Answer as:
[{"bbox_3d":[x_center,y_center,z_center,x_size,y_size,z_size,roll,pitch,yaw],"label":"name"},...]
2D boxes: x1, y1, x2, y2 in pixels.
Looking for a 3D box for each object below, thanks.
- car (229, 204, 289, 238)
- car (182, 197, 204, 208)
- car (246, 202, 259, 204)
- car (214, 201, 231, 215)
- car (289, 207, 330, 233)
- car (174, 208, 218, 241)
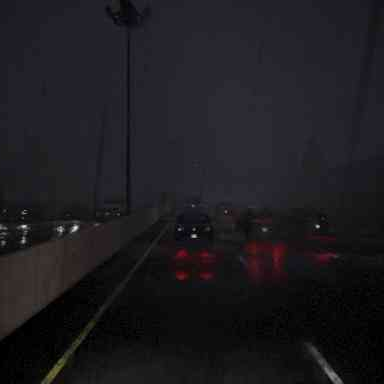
[{"bbox_3d":[3.602,1.659,18.862,2.128,1.511,4.902,0,0,0],"label":"car"},{"bbox_3d":[0.105,1.544,36.445,2.150,2.045,5.566,0,0,0],"label":"car"},{"bbox_3d":[7.107,1.871,39.323,1.812,1.442,4.674,0,0,0],"label":"car"},{"bbox_3d":[3.604,1.839,37.790,1.837,1.490,4.892,0,0,0],"label":"car"},{"bbox_3d":[7.102,1.694,21.203,1.837,1.490,4.892,0,0,0],"label":"car"},{"bbox_3d":[0.102,1.756,17.505,1.895,1.301,4.718,0,0,0],"label":"car"}]
